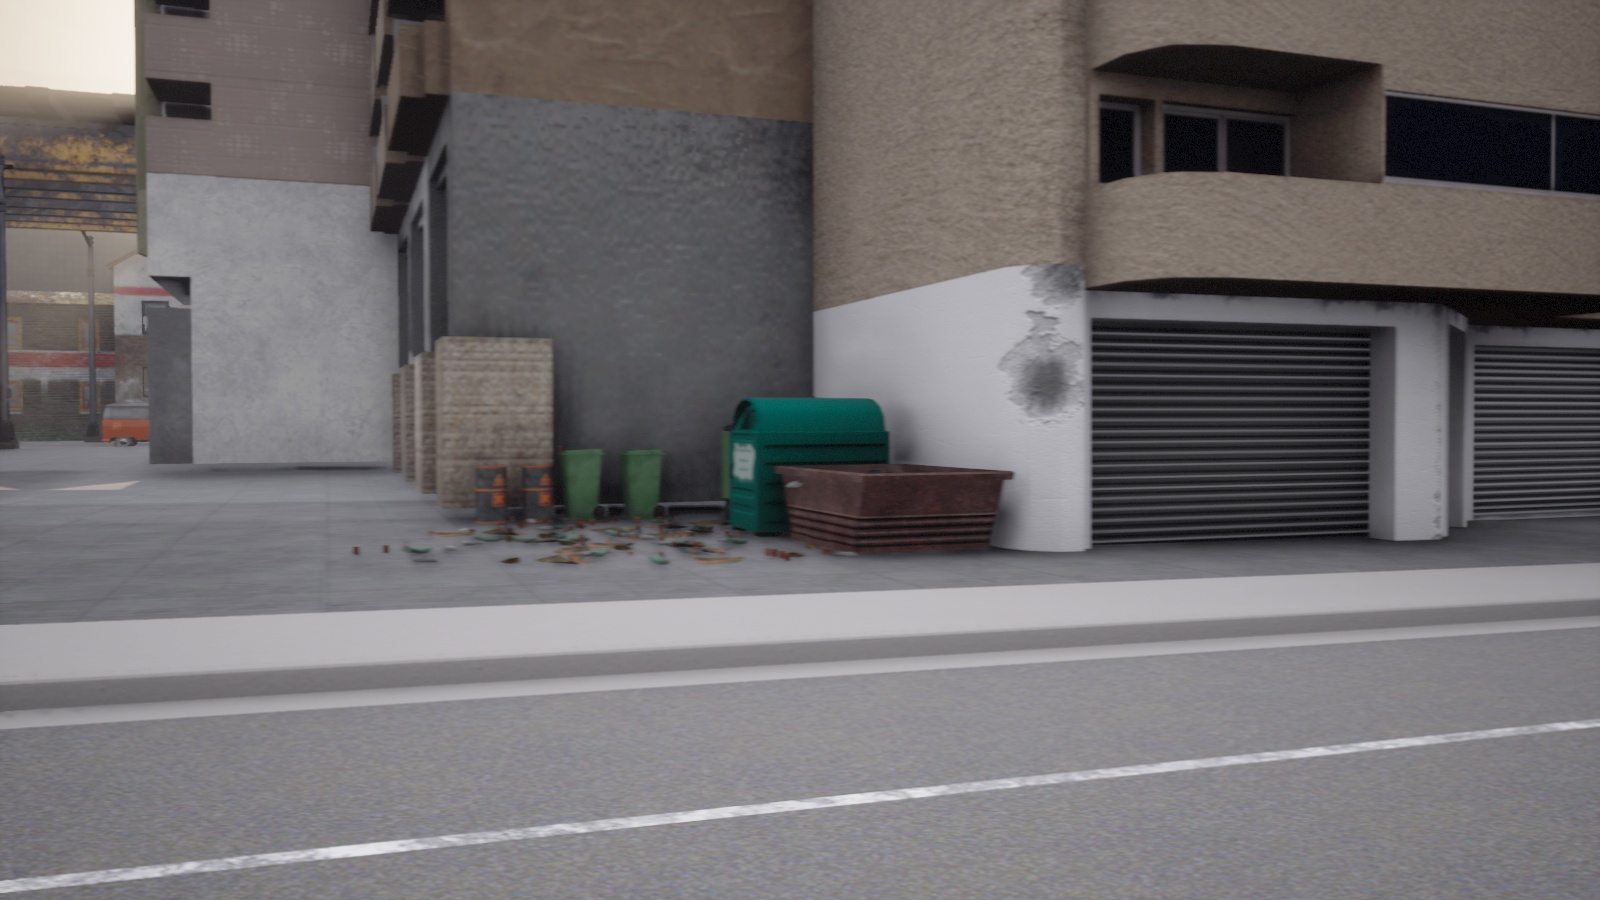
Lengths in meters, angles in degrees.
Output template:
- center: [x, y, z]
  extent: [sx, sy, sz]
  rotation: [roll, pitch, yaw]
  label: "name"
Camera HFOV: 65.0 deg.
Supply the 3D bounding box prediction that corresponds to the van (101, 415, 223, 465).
- center: [-27.289, -0.448, 53.859]
  extent: [4.442, 1.987, 1.775]
  rotation: [-2, 1, -21]
  label: "van"
